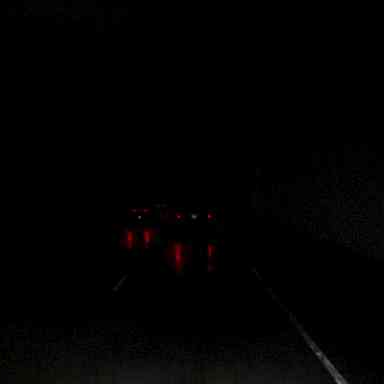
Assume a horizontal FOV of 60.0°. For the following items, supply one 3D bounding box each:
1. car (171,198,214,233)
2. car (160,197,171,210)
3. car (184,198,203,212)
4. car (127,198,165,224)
[{"bbox_3d":[0.111,1.295,19.193,2.097,1.767,4.553,0,0,0],"label":"car"},{"bbox_3d":[-3.379,1.370,41.062,2.128,1.511,4.902,0,0,0],"label":"car"},{"bbox_3d":[0.119,1.434,38.113,2.033,1.411,5.357,0,0,0],"label":"car"},{"bbox_3d":[-3.388,1.420,23.913,2.128,1.511,4.902,0,0,0],"label":"car"}]
